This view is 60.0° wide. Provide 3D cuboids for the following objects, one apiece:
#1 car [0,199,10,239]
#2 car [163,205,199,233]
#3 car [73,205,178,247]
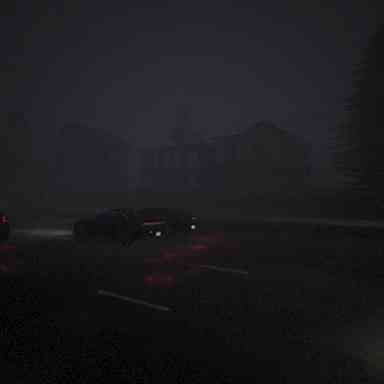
[{"bbox_3d":[-10.768,1.334,15.953,4.553,1.767,2.097,0,0,35],"label":"car"},{"bbox_3d":[-1.903,1.494,18.227,4.892,1.490,1.837,1,0,36],"label":"car"},{"bbox_3d":[-3.341,1.481,14.953,4.902,1.511,2.128,0,0,36],"label":"car"}]
